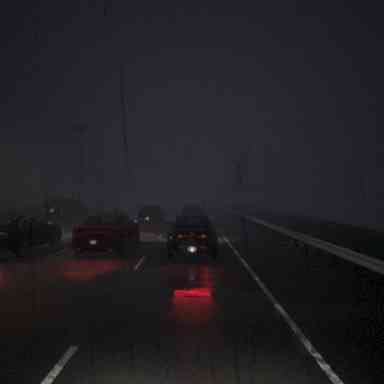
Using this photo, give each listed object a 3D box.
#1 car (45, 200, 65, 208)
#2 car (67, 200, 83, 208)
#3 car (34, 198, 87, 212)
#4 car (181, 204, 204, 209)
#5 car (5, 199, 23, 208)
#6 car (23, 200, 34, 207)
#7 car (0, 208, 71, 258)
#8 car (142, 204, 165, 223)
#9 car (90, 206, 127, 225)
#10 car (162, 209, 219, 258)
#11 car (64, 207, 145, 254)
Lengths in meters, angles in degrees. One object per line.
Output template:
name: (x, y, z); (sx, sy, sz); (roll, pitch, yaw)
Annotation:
car: (-25.380, 2.197, 61.923); (2.128, 1.511, 4.902); (0, -1, -5)
car: (-21.945, 2.202, 62.598); (1.837, 1.490, 4.892); (0, -1, -5)
car: (-10.488, 1.534, 27.549); (2.150, 2.045, 5.566); (0, 0, 0)
car: (0.028, 1.806, 29.226); (1.882, 1.535, 5.008); (0, 0, 0)
car: (-32.238, 2.033, 60.625); (2.097, 1.767, 4.553); (0, -1, -6)
car: (-28.818, 2.211, 61.413); (1.812, 1.442, 4.674); (0, 0, -6)
car: (-6.979, 1.645, 13.488); (2.128, 1.511, 4.902); (0, 0, 0)
car: (-3.479, 1.827, 28.486); (1.837, 1.490, 4.892); (0, 0, 0)
car: (-6.981, 1.918, 28.224); (1.895, 1.301, 4.718); (0, -1, 0)
car: (0.021, 1.660, 13.486); (1.837, 1.490, 4.892); (0, 0, 0)
car: (-3.474, 1.638, 14.218); (1.882, 1.535, 5.008); (0, 0, 0)
